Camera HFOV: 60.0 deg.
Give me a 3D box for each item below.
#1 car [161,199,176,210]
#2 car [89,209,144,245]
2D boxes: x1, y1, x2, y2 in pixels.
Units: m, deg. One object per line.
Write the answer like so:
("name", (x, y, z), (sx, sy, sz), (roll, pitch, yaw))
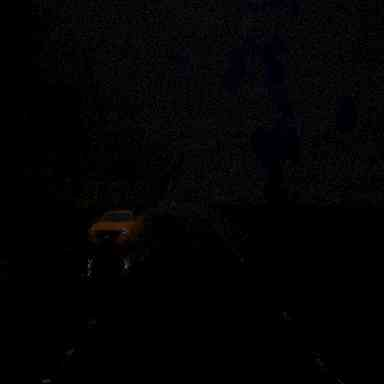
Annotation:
("car", (-3.556, 1.845, 51.265), (2.097, 1.767, 4.553), (0, -1, 0))
("car", (-3.599, 1.643, 16.579), (1.882, 1.535, 5.008), (0, -1, 0))
